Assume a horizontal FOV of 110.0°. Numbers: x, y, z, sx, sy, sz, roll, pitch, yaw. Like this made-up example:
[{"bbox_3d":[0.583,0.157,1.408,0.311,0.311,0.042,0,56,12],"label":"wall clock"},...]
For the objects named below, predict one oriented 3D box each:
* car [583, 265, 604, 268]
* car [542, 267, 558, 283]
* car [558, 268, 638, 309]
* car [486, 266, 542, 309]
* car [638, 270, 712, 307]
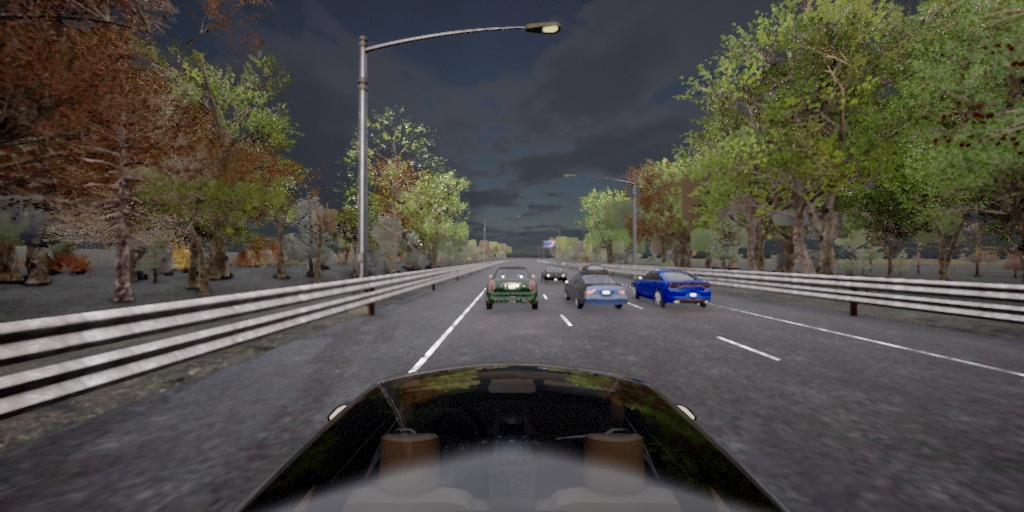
[{"bbox_3d":[7.015,1.498,31.316,1.882,1.535,5.008,0,0,0],"label":"car"},{"bbox_3d":[3.511,1.618,30.945,1.895,1.301,4.718,0,0,0],"label":"car"},{"bbox_3d":[3.506,1.428,15.829,2.033,1.411,5.357,0,0,0],"label":"car"},{"bbox_3d":[0.007,1.231,15.924,2.097,1.767,4.553,0,-1,0],"label":"car"},{"bbox_3d":[7.010,1.363,16.322,1.882,1.535,5.008,0,0,0],"label":"car"}]
